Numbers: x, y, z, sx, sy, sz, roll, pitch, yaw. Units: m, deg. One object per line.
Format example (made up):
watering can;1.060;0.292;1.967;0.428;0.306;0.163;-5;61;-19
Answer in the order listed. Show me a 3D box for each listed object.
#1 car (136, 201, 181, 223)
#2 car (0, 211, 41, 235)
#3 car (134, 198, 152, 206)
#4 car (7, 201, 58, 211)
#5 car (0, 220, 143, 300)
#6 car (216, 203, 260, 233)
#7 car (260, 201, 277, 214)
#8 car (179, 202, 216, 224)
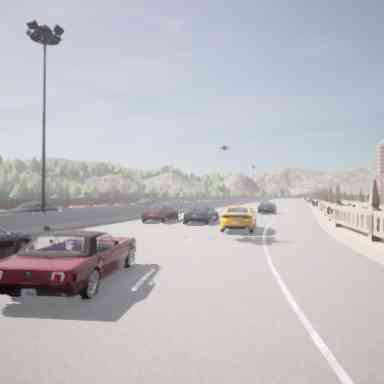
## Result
car;-2.470;1.669;26.952;1.994;1.385;4.181;0;0;16
car;-6.256;1.491;8.974;2.128;1.511;4.902;0;0;5
car;-7.928;1.810;55.841;1.812;1.442;4.674;0;-1;19
car;-13.374;1.568;27.908;1.837;1.490;4.892;0;0;16
car;-2.839;1.615;8.459;1.895;1.301;4.718;0;0;6
car;2.992;1.571;20.715;1.882;1.535;5.008;0;0;14
car;8.890;1.802;39.437;1.994;1.385;4.181;0;0;18
car;0.770;1.674;25.612;1.994;1.385;4.181;0;0;16
